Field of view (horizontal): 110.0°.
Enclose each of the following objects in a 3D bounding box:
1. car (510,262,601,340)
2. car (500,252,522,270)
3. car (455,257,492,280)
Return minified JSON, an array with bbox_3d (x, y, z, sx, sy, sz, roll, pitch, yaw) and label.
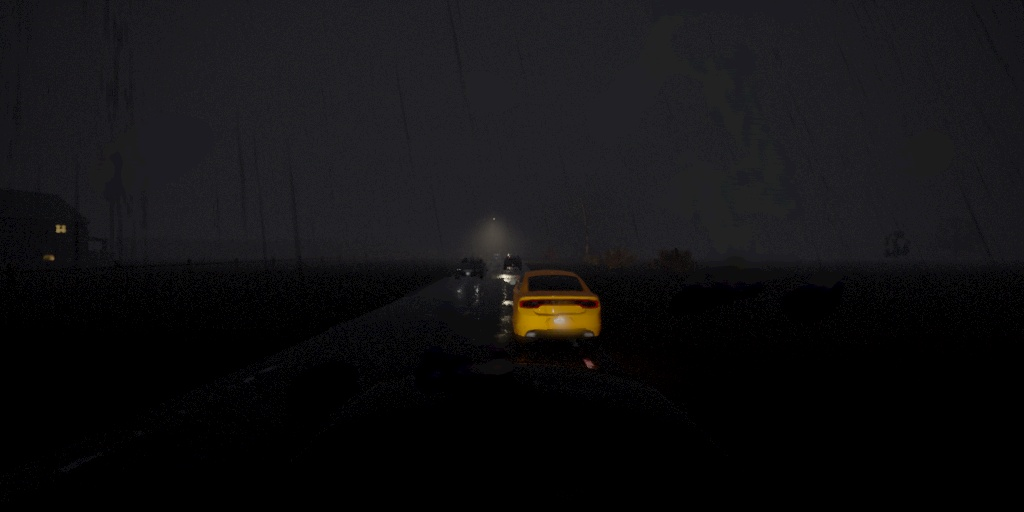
[{"bbox_3d":[0.966,1.097,9.525,1.882,1.535,5.008,0,1,0],"label":"car"},{"bbox_3d":[0.094,0.631,38.113,2.128,1.511,4.902,0,1,0],"label":"car"},{"bbox_3d":[-2.839,0.842,25.586,2.128,1.511,4.902,0,1,0],"label":"car"}]
